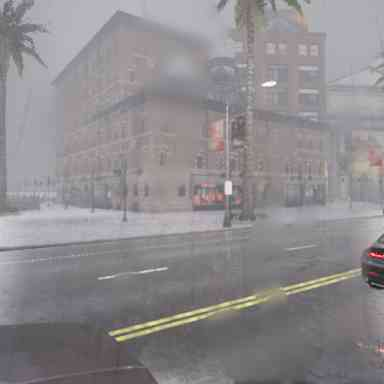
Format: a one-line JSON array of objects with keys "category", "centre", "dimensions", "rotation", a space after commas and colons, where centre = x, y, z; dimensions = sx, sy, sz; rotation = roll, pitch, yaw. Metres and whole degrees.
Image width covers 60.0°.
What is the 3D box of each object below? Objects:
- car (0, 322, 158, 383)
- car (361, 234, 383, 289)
[{"category": "car", "centre": [-2.750, 1.548, 1.749], "dimensions": [5.357, 1.411, 2.033], "rotation": [0, 0, -36]}, {"category": "car", "centre": [5.939, 1.498, 7.927], "dimensions": [4.892, 1.490, 1.837], "rotation": [0, 0, -35]}]
